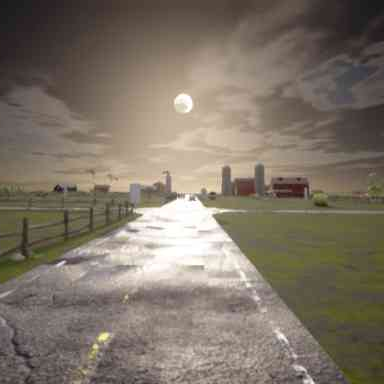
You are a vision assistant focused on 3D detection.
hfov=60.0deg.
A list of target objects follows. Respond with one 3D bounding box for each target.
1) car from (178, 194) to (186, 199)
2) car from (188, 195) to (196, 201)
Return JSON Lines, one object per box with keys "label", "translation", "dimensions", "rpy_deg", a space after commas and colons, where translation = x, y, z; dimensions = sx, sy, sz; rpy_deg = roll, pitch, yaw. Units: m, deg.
{"label": "car", "translation": [-2.725, 1.219, 93.185], "dimensions": [1.837, 1.490, 4.892], "rpy_deg": [0, 0, 0]}
{"label": "car", "translation": [0.025, 1.629, 86.930], "dimensions": [2.033, 1.411, 5.357], "rpy_deg": [0, 0, 0]}
